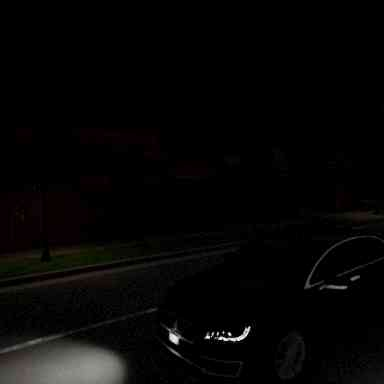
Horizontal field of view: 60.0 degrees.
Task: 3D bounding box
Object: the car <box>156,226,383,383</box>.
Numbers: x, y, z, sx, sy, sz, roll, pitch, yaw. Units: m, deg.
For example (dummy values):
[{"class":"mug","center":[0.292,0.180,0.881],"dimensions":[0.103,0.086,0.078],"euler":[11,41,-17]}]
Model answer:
[{"class":"car","center":[1.759,1.374,5.254],"dimensions":[4.892,1.490,1.837],"euler":[-2,1,-36]}]
